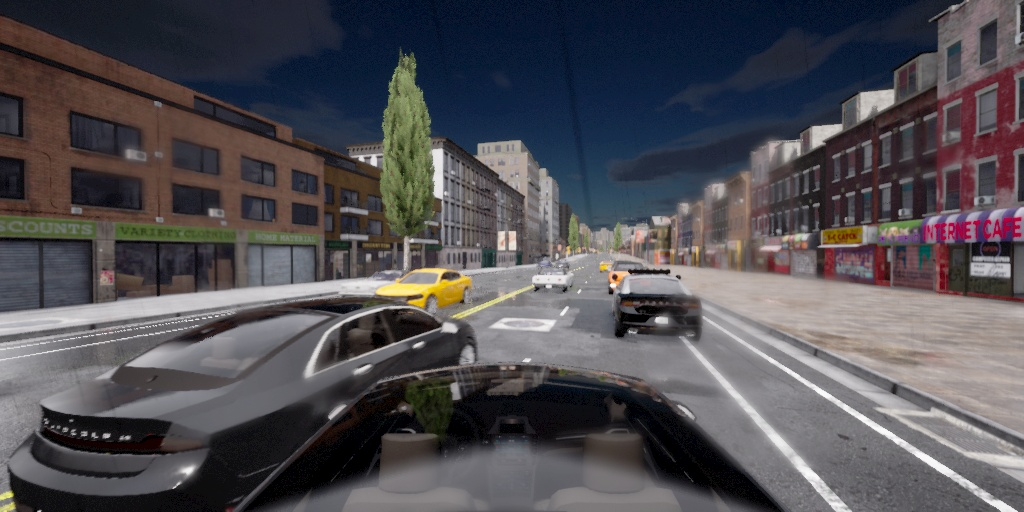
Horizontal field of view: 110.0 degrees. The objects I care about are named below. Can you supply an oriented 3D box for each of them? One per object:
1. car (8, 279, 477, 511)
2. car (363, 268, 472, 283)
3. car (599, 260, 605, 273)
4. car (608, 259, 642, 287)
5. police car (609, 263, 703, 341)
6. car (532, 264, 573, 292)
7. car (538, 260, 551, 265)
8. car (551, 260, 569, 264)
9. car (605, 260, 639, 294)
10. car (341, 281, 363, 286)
[{"bbox_3d":[-1.940,1.254,4.349,1.837,1.490,4.892,0,0,15],"label":"car"},{"bbox_3d":[-3.095,1.222,13.511,1.882,1.535,5.008,0,0,15],"label":"car"},{"bbox_3d":[12.142,1.315,45.399,1.882,1.535,5.008,0,0,15],"label":"car"},{"bbox_3d":[7.884,1.101,25.475,2.097,1.767,4.553,0,0,15],"label":"car"},{"bbox_3d":[3.848,1.170,10.135,1.930,1.638,5.238,0,0,15],"label":"police car"},{"bbox_3d":[2.579,1.344,21.525,1.895,1.301,4.718,0,0,15],"label":"car"},{"bbox_3d":[5.446,1.451,58.661,1.812,1.442,4.674,0,-1,15],"label":"car"},{"bbox_3d":[7.714,1.388,54.538,2.128,1.511,4.902,0,-1,15],"label":"car"},{"bbox_3d":[6.357,1.094,19.671,2.097,1.767,4.553,0,0,15],"label":"car"},{"bbox_3d":[-5.656,1.344,16.551,1.895,1.301,4.718,0,0,15],"label":"car"}]
